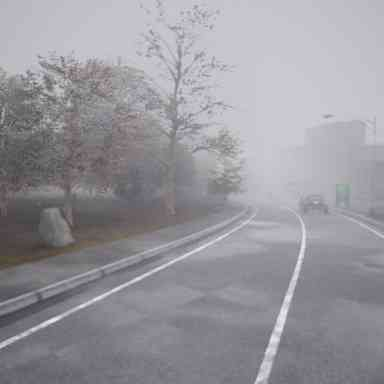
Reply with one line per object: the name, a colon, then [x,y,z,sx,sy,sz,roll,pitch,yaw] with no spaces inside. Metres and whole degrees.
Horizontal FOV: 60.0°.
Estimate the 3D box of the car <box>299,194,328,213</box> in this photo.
car: [11.529,0.999,31.813,2.097,1.767,4.553,0,1,12]
